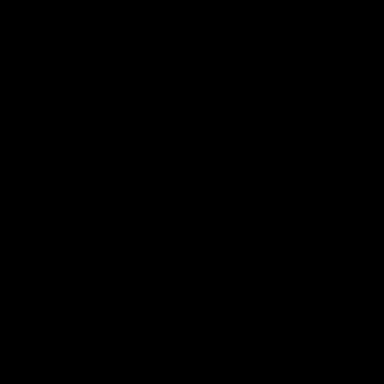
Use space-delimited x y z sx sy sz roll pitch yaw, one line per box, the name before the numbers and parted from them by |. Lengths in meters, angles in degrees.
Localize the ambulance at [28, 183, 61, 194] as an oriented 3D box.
ambulance | -31.144 -0.703 70.209 2.351 2.431 6.366 0 0 35
